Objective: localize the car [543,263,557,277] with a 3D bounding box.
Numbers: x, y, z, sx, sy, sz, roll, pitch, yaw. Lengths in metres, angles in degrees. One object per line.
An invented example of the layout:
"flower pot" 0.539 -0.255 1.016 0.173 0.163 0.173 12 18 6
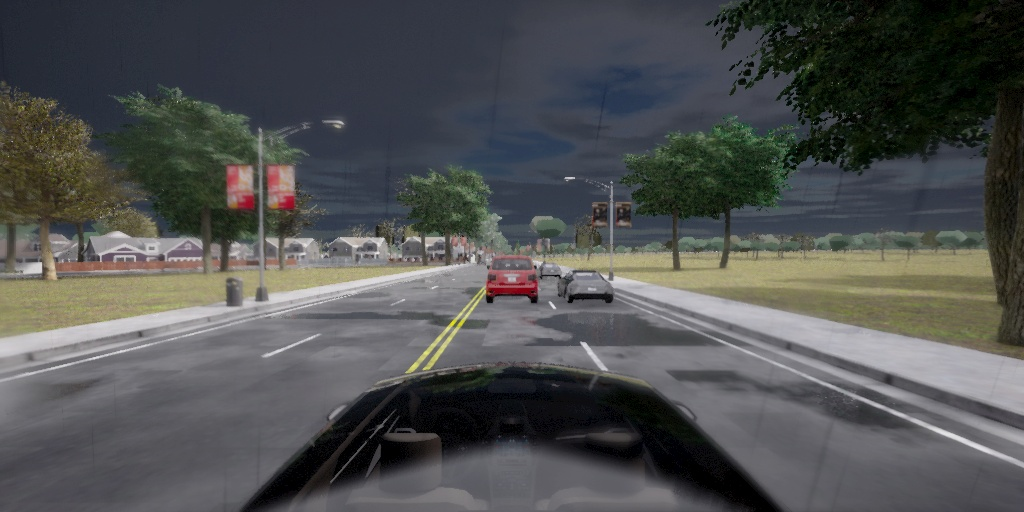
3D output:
"car" 3.250 1.292 31.503 2.033 1.411 5.357 0 0 0

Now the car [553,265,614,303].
"car" 3.250 1.313 16.502 1.994 1.385 4.181 0 0 0

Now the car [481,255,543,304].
"car" 0.000 0.998 16.531 2.150 2.045 5.566 0 0 0
